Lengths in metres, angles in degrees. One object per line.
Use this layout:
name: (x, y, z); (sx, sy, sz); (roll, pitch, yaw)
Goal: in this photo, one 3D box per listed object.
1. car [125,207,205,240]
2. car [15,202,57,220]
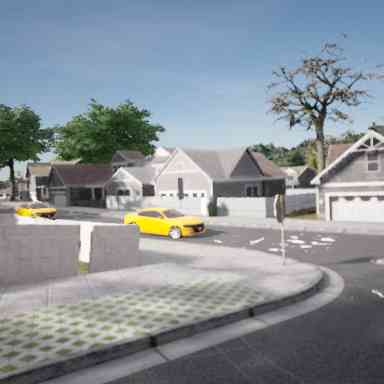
car: (-1.596, 1.612, 18.538); (5.008, 1.535, 1.882); (0, 3, 37)
car: (-13.121, 1.599, 27.896); (5.008, 1.535, 1.882); (0, 3, 43)
